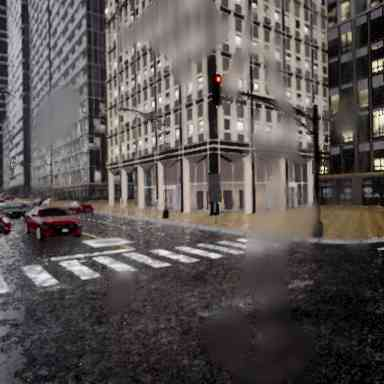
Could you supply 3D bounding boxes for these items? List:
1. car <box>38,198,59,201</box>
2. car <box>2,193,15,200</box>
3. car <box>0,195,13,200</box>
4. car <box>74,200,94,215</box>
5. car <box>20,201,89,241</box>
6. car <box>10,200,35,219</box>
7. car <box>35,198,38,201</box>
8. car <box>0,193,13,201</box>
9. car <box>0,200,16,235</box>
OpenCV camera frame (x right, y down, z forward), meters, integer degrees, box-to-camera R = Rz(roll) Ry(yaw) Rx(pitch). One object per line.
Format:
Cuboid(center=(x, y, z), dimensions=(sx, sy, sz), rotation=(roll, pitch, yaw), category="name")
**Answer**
Cuboid(center=(-17.251, 1.393, 40.953), dimensions=(1.752, 1.417, 4.829), rotation=(1, 0, -36), category="car")
Cuboid(center=(-39.889, 1.384, 72.550), dimensions=(1.887, 1.381, 4.507), rotation=(1, 0, -36), category="car")
Cuboid(center=(-21.450, 1.458, 36.889), dimensions=(1.812, 1.442, 4.674), rotation=(-1, 1, -35), category="car")
Cuboid(center=(-10.656, 1.458, 31.746), dimensions=(1.802, 1.307, 4.206), rotation=(1, 0, -36), category="car")
Cuboid(center=(-7.079, 1.428, 16.788), dimensions=(1.882, 1.535, 5.008), rotation=(-1, 1, -36), category="car")
Cuboid(center=(-13.539, 1.543, 25.808), dimensions=(1.895, 1.301, 4.718), rotation=(-1, 0, -36), category="car")
Cuboid(center=(-20.401, 1.429, 45.348), dimensions=(1.947, 1.339, 4.313), rotation=(1, 0, -36), category="car")
Cuboid(center=(-43.136, 1.150, 77.085), dimensions=(2.192, 1.841, 5.009), rotation=(1, 0, -36), category="car")
Cuboid(center=(-10.936, 1.417, 17.752), dimensions=(1.967, 1.590, 4.097), rotation=(1, 0, -36), category="car")
